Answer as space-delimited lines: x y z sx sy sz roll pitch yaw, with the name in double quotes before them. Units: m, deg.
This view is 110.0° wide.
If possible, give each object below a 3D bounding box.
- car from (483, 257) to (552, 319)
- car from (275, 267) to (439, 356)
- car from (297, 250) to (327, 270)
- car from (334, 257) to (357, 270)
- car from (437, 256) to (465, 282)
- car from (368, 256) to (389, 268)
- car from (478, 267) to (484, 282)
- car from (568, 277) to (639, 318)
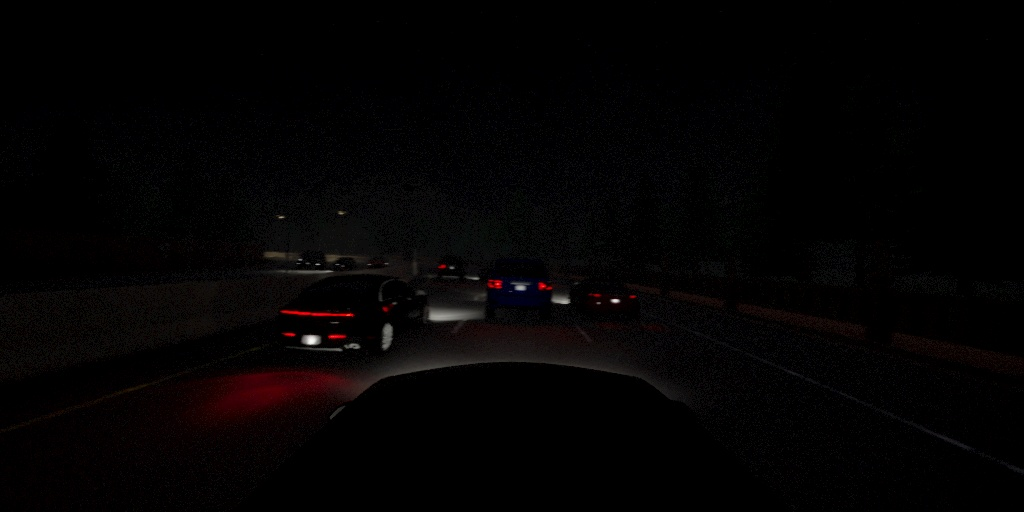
"car" 0.189 1.081 13.646 2.150 2.045 5.566 2 0 -1
"car" -3.304 1.180 8.431 1.837 1.490 4.892 2 0 1
"car" -22.211 0.406 40.075 2.150 2.045 5.566 2 -1 -19
"car" -18.646 0.843 40.300 1.837 1.490 4.892 3 -1 -18
"car" -5.160 1.012 30.444 2.150 2.045 5.566 2 -1 -11
"car" -15.203 0.830 40.973 2.097 1.767 4.553 2 0 -17
"car" -1.848 1.495 31.369 1.994 1.385 4.181 2 -1 -10
"car" 3.592 1.569 14.654 1.994 1.385 4.181 2 0 -2
